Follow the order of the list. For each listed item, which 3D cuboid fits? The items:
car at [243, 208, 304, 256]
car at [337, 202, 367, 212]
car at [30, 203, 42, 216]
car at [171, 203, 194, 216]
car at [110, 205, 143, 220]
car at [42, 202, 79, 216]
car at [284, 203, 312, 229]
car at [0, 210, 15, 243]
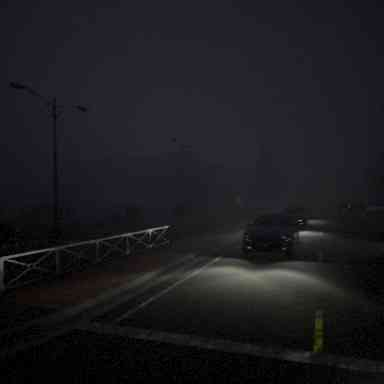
[{"bbox_3d":[3.507,1.656,14.184,1.882,1.535,5.008,-2,-1,21],"label":"car"},{"bbox_3d":[20.858,1.897,43.145,4.718,1.301,1.895,-1,-1,-40],"label":"car"},{"bbox_3d":[-21.203,2.381,47.962,1.905,1.878,3.866,-2,-1,22],"label":"car"},{"bbox_3d":[-1.174,2.104,40.168,1.845,1.501,3.633,-2,-1,22],"label":"car"},{"bbox_3d":[-6.717,2.136,34.404,1.970,1.475,3.806,-2,-1,22],"label":"car"},{"bbox_3d":[-18.354,2.327,47.257,1.932,1.855,4.605,-2,-1,22],"label":"car"},{"bbox_3d":[7.325,1.767,23.883,1.837,1.490,4.892,-2,-1,21],"label":"car"},{"bbox_3d":[-10.919,1.866,16.028,2.007,1.523,4.514,-2,-1,22],"label":"car"}]
